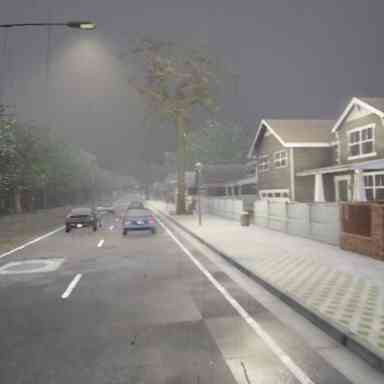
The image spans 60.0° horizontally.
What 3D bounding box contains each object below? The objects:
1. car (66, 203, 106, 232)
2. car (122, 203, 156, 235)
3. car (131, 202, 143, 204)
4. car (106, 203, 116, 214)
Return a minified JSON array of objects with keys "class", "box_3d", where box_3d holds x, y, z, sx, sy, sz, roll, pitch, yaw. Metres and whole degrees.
[{"class":"car","box_3d":[-7.075,1.741,22.055,1.837,1.490,4.892,-2,0,-10]},{"class":"car","box_3d":[-3.162,1.659,19.825,2.033,1.411,5.357,-2,0,-10]},{"class":"car","box_3d":[-5.870,1.751,35.412,2.033,1.411,5.357,-2,0,-10]},{"class":"car","box_3d":[-10.094,1.935,39.437,1.895,1.301,4.718,-2,0,-10]}]
